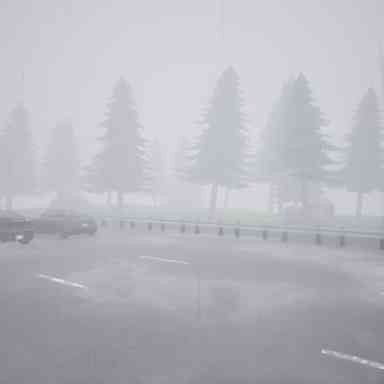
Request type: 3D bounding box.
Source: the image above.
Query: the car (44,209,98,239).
[{"bbox_3d":[-6.874,1.570,17.256,4.181,1.385,1.994,0,0,33],"label":"car"}]

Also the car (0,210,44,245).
[{"bbox_3d":[-8.774,1.514,14.317,4.892,1.490,1.837,0,0,33],"label":"car"}]
